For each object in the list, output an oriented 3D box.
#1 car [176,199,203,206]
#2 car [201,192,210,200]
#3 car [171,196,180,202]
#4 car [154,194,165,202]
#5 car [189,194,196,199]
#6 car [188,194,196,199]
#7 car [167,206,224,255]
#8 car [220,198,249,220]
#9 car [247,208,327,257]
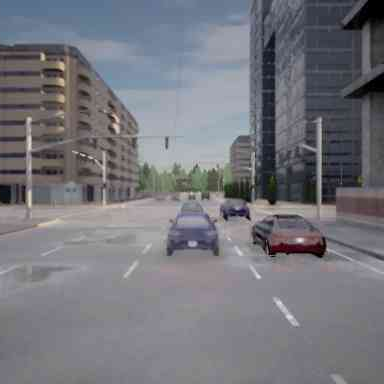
[{"bbox_3d":[0.000,1.505,25.732,2.033,1.411,5.357,0,0,0],"label":"car"},{"bbox_3d":[3.474,1.040,84.087,2.150,2.045,5.566,0,0,1],"label":"car"},{"bbox_3d":[-3.659,1.440,73.410,1.895,1.301,4.718,0,0,1],"label":"car"},{"bbox_3d":[-7.158,1.200,73.508,2.097,1.767,4.553,0,0,1],"label":"car"},{"bbox_3d":[0.106,1.258,94.700,1.882,1.535,5.008,0,0,1],"label":"car"},{"bbox_3d":[-0.021,1.343,84.474,2.128,1.511,4.902,0,0,1],"label":"car"},{"bbox_3d":[0.047,1.499,12.980,1.812,1.442,4.674,0,0,1],"label":"car"},{"bbox_3d":[3.503,1.311,27.763,2.097,1.767,4.553,0,0,0],"label":"car"},{"bbox_3d":[3.547,1.537,12.857,1.994,1.385,4.181,0,0,0],"label":"car"}]
